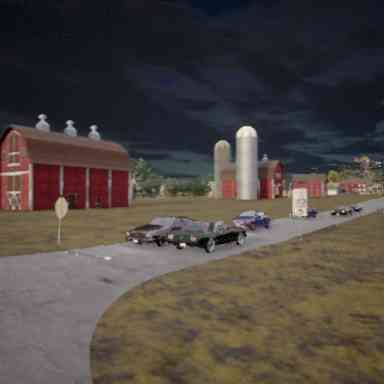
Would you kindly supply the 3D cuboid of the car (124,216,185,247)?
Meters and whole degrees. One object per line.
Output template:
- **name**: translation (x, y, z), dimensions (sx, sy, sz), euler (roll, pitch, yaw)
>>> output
- **car**: translation (-1.165, 2.022, 18.096), dimensions (2.033, 1.411, 5.357), euler (-1, -2, 35)

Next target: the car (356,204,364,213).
- **car**: translation (24.328, 2.415, 49.682), dimensions (1.895, 1.301, 4.718), euler (-1, -1, 35)

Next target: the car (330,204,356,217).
- **car**: translation (18.693, 2.375, 41.500), dimensions (1.895, 1.301, 4.718), euler (-1, -1, 35)

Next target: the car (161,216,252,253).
- **car**: translation (0.870, 2.036, 16.032), dimensions (1.895, 1.301, 4.718), euler (-1, -2, 35)

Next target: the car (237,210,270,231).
- **car**: translation (4.710, 2.203, 26.522), dimensions (1.812, 1.442, 4.674), euler (-1, -1, 35)

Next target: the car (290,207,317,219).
- **car**: translation (12.777, 2.377, 38.061), dimensions (1.895, 1.301, 4.718), euler (-1, -1, 35)
